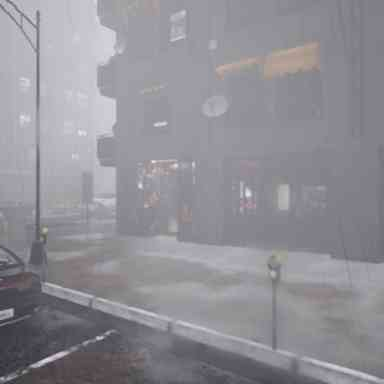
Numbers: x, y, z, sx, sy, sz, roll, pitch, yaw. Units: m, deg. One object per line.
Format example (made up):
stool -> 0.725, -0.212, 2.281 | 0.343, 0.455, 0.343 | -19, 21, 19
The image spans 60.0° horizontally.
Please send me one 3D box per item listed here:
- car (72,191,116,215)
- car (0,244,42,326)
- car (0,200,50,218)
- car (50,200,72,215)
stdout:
car -> -7.721, 0.918, 30.601 | 2.150, 2.045, 5.566 | 0, 1, 35
car -> -4.497, 1.551, 6.103 | 4.403, 1.369, 2.008 | 0, 0, 36
car -> -14.004, 1.348, 26.140 | 2.008, 1.369, 4.403 | 1, 1, 35
car -> -10.902, 1.248, 30.556 | 1.752, 1.417, 4.829 | 1, 1, 35
